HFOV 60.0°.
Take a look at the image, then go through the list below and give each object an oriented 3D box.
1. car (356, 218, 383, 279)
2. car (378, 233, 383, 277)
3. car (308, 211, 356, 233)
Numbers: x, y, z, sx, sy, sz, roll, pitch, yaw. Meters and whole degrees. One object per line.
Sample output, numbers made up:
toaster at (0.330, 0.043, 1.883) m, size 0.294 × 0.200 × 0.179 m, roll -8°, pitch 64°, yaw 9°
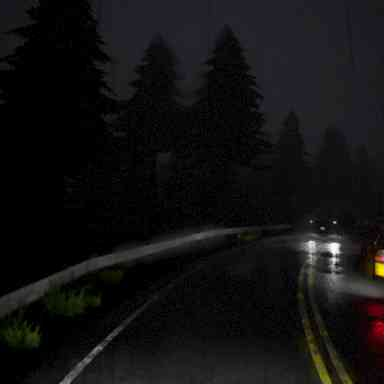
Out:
car at (6.298, 1.644, 10.238) m, size 1.801 × 1.575 × 5.366 m, roll 0°, pitch 0°, yaw 23°
car at (4.539, 1.682, 4.813) m, size 1.812 × 1.442 × 4.674 m, roll 1°, pitch 0°, yaw 12°
car at (9.528, 1.977, 22.386) m, size 1.895 × 1.301 × 4.718 m, roll -2°, pitch -2°, yaw 40°
